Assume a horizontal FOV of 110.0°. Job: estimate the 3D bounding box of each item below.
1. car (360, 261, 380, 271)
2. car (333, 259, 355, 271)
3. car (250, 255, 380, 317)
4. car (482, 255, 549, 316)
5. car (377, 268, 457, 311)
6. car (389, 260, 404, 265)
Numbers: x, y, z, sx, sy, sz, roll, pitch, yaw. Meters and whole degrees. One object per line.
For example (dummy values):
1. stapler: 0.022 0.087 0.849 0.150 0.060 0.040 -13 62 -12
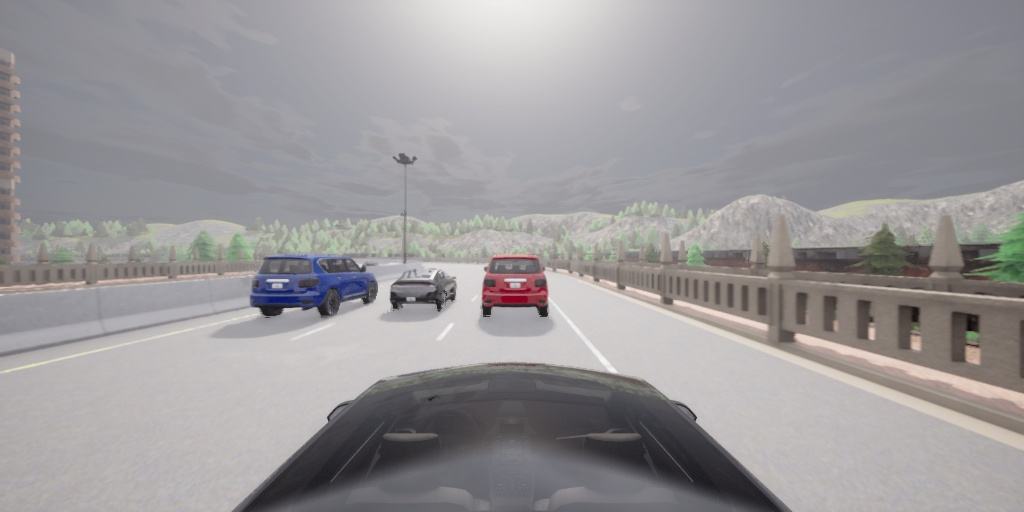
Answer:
1. car: -19.951 1.351 50.664 1.895 1.301 4.718 0 0 -13
2. car: -23.468 1.228 50.242 1.882 1.535 5.008 0 0 -13
3. car: -6.902 0.972 13.226 2.150 2.045 5.566 0 0 0
4. car: 0.098 0.971 13.407 2.150 2.045 5.566 0 0 0
5. car: -3.400 1.241 14.493 2.128 1.511 4.902 0 0 0
6. car: -16.637 1.276 51.799 1.812 1.442 4.674 0 0 -13
